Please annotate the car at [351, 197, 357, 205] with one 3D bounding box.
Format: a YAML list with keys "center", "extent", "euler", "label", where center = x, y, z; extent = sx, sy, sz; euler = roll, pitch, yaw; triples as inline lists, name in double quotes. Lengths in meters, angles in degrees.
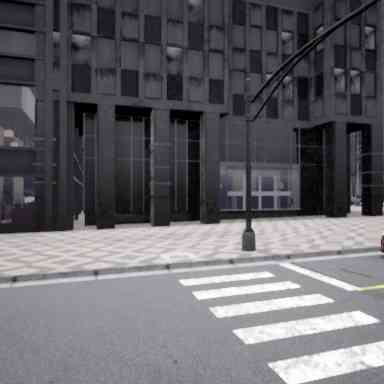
- center: [22.370, 1.224, 49.904]
  extent: [2.033, 1.411, 5.357]
  euler: [0, 0, -17]
  label: "car"

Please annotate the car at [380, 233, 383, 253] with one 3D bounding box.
- center: [8.282, 1.188, 10.394]
  extent: [4.553, 1.767, 2.097]
  euler: [-1, 0, -17]
  label: "car"
